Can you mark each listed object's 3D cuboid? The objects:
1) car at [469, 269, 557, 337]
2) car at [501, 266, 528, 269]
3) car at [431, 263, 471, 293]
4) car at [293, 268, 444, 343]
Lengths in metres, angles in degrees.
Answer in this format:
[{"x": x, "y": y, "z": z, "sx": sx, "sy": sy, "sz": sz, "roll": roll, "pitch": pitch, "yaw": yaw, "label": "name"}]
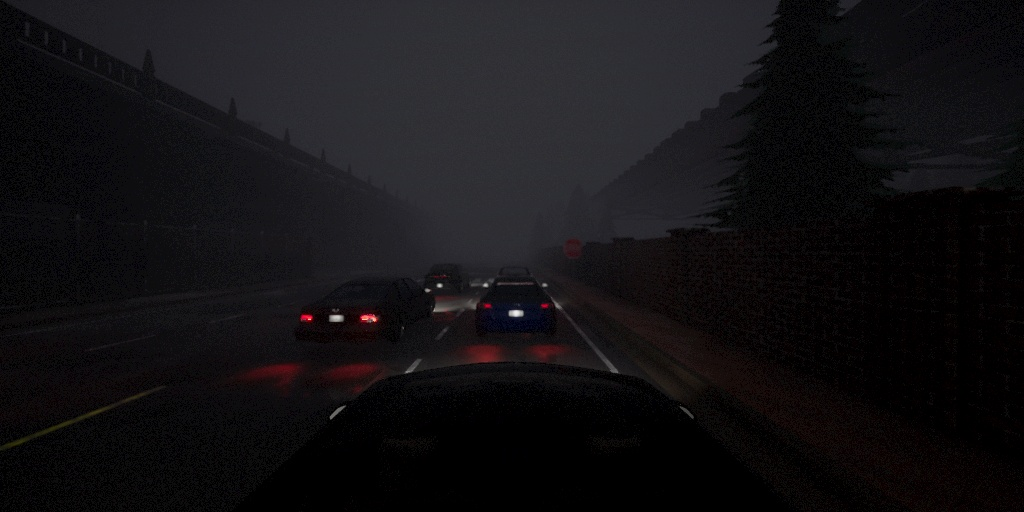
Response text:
[{"x": 0.096, "y": 1.242, "z": 10.065, "sx": 1.994, "sy": 1.385, "sz": 4.181, "roll": 0, "pitch": 0, "yaw": 0, "label": "car"}, {"x": 0.112, "y": 1.201, "z": 19.244, "sx": 1.895, "sy": 1.301, "sz": 4.718, "roll": 0, "pitch": 0, "yaw": -1, "label": "car"}, {"x": -3.390, "y": 1.106, "z": 19.251, "sx": 1.837, "sy": 1.490, "sz": 4.892, "roll": 0, "pitch": 1, "yaw": 0, "label": "car"}, {"x": -3.399, "y": 1.231, "z": 9.438, "sx": 2.033, "sy": 1.411, "sz": 5.357, "roll": 0, "pitch": 0, "yaw": 0, "label": "car"}]
